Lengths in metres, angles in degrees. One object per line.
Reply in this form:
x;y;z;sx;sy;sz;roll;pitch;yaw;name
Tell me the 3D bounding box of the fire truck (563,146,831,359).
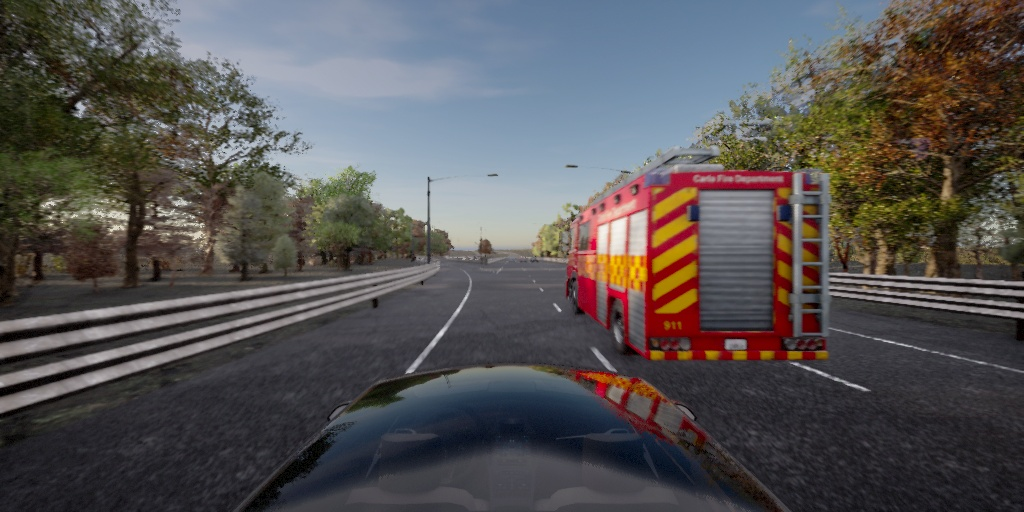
3.510;0.093;9.656;2.891;3.827;8.468;0;0;0;fire truck
